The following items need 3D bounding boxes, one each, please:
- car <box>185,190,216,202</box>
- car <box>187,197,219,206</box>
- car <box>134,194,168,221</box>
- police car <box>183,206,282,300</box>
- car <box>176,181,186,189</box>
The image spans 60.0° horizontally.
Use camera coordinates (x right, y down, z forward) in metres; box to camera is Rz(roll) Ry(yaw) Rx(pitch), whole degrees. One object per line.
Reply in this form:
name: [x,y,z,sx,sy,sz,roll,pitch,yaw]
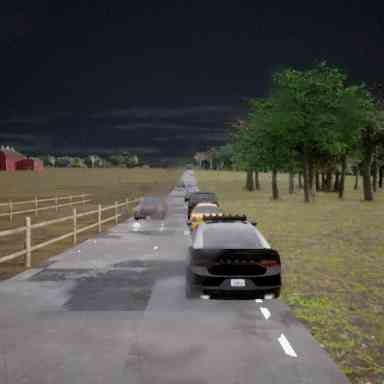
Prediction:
car: [0.777,0.952,24.395,2.150,2.045,5.566,0,1,0]
car: [0.788,1.293,18.562,1.801,1.575,5.366,0,1,0]
car: [-2.898,1.081,24.368,2.097,1.767,4.553,0,1,0]
police car: [0.808,1.385,8.485,1.930,1.638,5.238,0,0,0]
car: [-2.925,-1.920,88.976,2.150,2.045,5.566,0,4,0]
